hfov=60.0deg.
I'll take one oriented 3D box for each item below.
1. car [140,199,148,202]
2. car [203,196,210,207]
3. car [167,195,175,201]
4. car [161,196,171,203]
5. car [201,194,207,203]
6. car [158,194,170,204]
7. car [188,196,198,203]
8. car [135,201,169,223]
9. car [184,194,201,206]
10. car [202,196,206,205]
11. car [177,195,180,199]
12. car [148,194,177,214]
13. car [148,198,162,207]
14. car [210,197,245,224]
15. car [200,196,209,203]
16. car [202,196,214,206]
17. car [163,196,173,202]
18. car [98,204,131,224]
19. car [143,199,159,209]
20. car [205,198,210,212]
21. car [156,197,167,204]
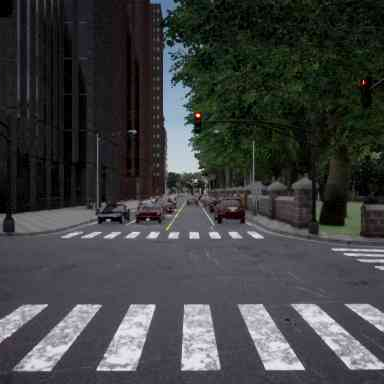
[{"bbox_3d":[-5.747,1.579,41.408,2.008,1.369,4.403,0,0,0],"label":"car"},{"bbox_3d":[2.779,1.579,41.412,2.008,1.369,4.403,0,0,0],"label":"car"},{"bbox_3d":[-5.728,1.533,90.522,1.967,1.590,4.097,0,0,0],"label":"car"},{"bbox_3d":[-5.734,1.611,74.150,1.887,1.381,4.507,0,0,0],"label":"car"},{"bbox_3d":[2.783,1.481,52.325,1.967,1.590,4.097,0,0,0],"label":"car"},{"bbox_3d":[-5.736,1.374,68.694,2.192,1.841,5.009,0,0,0],"label":"car"},{"bbox_3d":[0.129,1.624,69.776,1.994,1.385,4.181,0,0,0],"label":"car"},{"bbox_3d":[-3.090,1.612,25.483,1.895,1.301,4.718,0,0,0],"label":"car"},{"bbox_3d":[0.120,1.534,57.043,2.128,1.511,4.902,0,0,0],"label":"car"},{"bbox_3d":[2.781,1.585,46.869,2.008,1.369,4.403,0,0,0],"label":"car"},{"bbox_3d":[-3.072,1.538,45.709,1.837,1.490,4.892,0,0,0],"label":"car"},{"bbox_3d":[-3.085,1.374,35.475,2.097,1.767,4.553,0,0,1],"label":"car"},{"bbox_3d":[-5.742,1.623,52.322,1.802,1.307,4.206,0,0,0],"label":"car"},{"bbox_3d":[2.772,1.326,25.043,2.192,1.841,5.009,0,0,0],"label":"car"},{"bbox_3d":[2.791,1.592,74.321,1.752,1.417,4.829,0,0,0],"label":"car"},{"bbox_3d":[2.785,1.487,57.782,1.967,1.590,4.097,0,0,0],"label":"car"},{"bbox_3d":[-5.732,1.620,79.607,1.887,1.381,4.507,0,0,0],"label":"car"},{"bbox_3d":[-5.753,1.576,25.037,1.947,1.339,4.313,0,0,0],"label":"car"},{"bbox_3d":[-5.744,1.616,46.865,1.802,1.307,4.206,0,0,0],"label":"car"},{"bbox_3d":[2.777,1.588,35.955,1.947,1.339,4.313,0,0,0],"label":"car"},{"bbox_3d":[-5.738,1.635,63.236,1.802,1.307,4.206,0,0,0],"label":"car"}]
